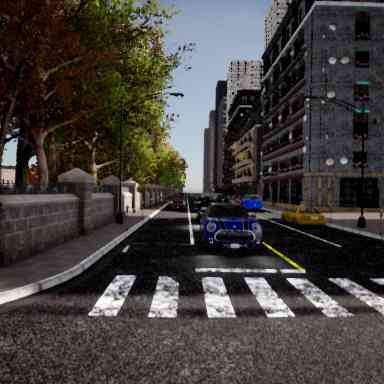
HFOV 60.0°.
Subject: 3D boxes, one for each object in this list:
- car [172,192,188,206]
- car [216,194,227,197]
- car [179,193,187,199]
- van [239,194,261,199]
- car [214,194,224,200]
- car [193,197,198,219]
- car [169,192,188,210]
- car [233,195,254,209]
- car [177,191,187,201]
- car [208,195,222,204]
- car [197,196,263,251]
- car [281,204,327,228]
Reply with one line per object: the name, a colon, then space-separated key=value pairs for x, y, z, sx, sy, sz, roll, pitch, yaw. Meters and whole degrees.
car: x=-1.738 y=0.948 z=48.999 sx=2.192 sy=1.841 sz=5.009 roll=1 pitch=0 yaw=-1
car: x=4.083 y=1.103 z=46.709 sx=2.097 sy=1.767 sz=4.553 roll=1 pitch=0 yaw=0
car: x=-2.393 y=0.990 z=87.765 sx=1.947 sy=1.339 sz=4.313 roll=1 pitch=0 yaw=-1
van: x=6.825 y=1.187 z=38.067 sx=1.690 sy=1.788 sz=3.998 roll=1 pitch=0 yaw=-1
car: x=6.171 y=1.184 z=76.833 sx=2.008 sy=1.369 sz=4.403 roll=1 pitch=0 yaw=-1
car: x=1.267 y=1.351 z=23.595 sx=1.812 sy=1.442 sz=4.674 roll=1 pitch=0 yaw=-1
car: x=-1.555 y=1.135 z=37.924 sx=1.967 sy=1.590 sz=4.097 roll=1 pitch=0 yaw=-1
car: x=6.730 y=1.255 z=43.606 sx=1.967 sy=1.590 sz=4.097 roll=1 pitch=0 yaw=-1
car: x=-2.109 y=0.826 z=71.150 sx=2.192 sy=1.841 sz=5.009 roll=1 pitch=0 yaw=-1
car: x=3.913 y=1.296 z=56.752 sx=1.895 sy=1.301 sz=4.718 roll=1 pitch=0 yaw=-1
car: x=1.440 y=1.236 z=13.553 sx=2.097 sy=1.767 sz=4.553 roll=1 pitch=0 yaw=-1
car: x=7.095 y=1.467 z=21.624 sx=1.752 sy=1.417 sz=4.829 roll=1 pitch=0 yaw=-1
